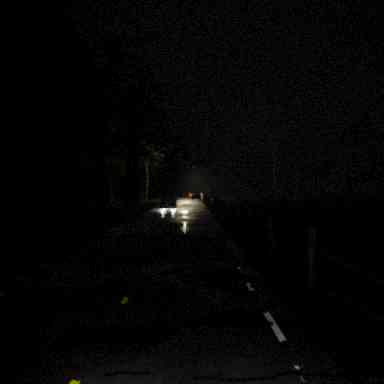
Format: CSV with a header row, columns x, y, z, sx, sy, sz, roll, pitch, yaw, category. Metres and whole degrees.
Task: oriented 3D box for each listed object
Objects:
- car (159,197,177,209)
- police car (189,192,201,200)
x,y,z,sx,sy,sz,roll,pitch,yaw,category
-2.848,1.292,40.829,1.994,1.385,4.181,0,1,0,car
0.949,0.896,72.021,1.930,1.638,5.238,0,0,0,police car
